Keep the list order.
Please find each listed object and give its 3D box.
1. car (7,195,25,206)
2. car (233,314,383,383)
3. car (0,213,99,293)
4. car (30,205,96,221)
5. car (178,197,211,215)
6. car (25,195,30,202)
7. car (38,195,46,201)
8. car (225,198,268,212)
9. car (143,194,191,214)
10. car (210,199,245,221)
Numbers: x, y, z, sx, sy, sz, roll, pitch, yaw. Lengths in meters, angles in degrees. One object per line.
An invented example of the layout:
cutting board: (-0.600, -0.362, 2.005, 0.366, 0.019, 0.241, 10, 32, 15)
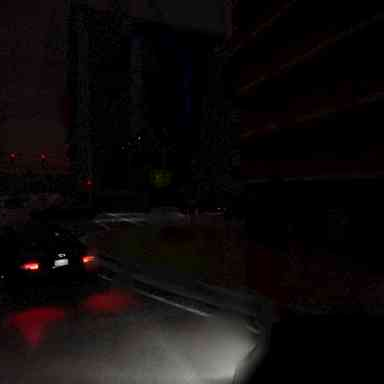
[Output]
car: (-28.779, 1.476, 53.980, 1.882, 1.535, 5.008, 0, 0, -23)
car: (2.884, 1.547, 2.009, 5.357, 1.411, 2.033, 0, 0, 35)
car: (-4.340, 1.547, 9.023, 2.033, 1.411, 5.357, 0, 0, -39)
car: (-9.823, 1.627, 25.656, 4.718, 1.301, 1.895, 0, 0, -23)
car: (1.470, 1.560, 34.348, 4.892, 1.490, 1.837, 0, 0, -23)
car: (-38.858, 1.524, 77.486, 2.128, 1.511, 4.902, 0, 0, -23)
car: (-37.091, 1.538, 82.286, 2.033, 1.411, 5.357, 0, 0, -23)
car: (6.629, 1.560, 40.281, 4.892, 1.490, 1.837, 0, 0, -23)
car: (-2.521, 1.277, 36.480, 5.566, 2.045, 2.150, 0, 0, -23)
car: (4.395, 1.547, 27.766, 4.902, 1.511, 2.128, 0, 0, -23)
